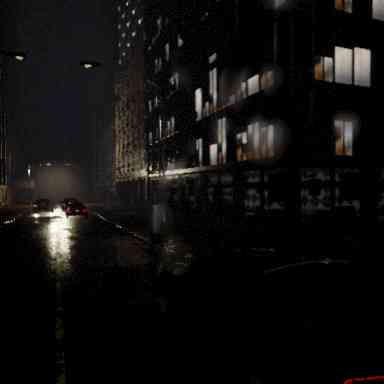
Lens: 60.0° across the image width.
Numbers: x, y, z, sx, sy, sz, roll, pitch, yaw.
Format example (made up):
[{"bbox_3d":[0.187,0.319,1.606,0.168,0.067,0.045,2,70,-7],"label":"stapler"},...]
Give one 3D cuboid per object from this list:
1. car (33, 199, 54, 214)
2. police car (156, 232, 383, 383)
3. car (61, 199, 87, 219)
[{"bbox_3d":[-17.565,1.581,39.369,2.097,1.767,4.553,-1,0,-22],"label":"car"},{"bbox_3d":[0.882,1.399,4.657,1.930,1.638,5.238,-1,0,-22],"label":"police car"},{"bbox_3d":[-10.727,1.674,30.709,2.033,1.411,5.357,-1,0,-22],"label":"car"}]
